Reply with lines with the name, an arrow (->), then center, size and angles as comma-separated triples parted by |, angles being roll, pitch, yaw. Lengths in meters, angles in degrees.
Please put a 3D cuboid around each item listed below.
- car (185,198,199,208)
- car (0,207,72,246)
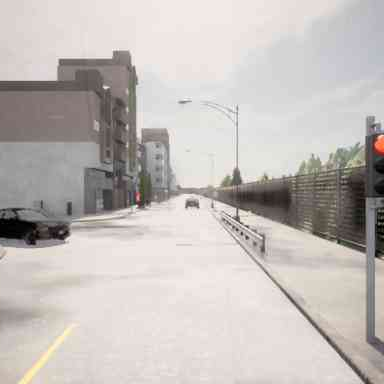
car -> 0.038, 1.525, 47.055 | 1.812, 1.442, 4.674 | 0, 0, 0
car -> -7.807, 1.477, 15.403 | 5.008, 1.535, 1.882 | 0, -1, 27
